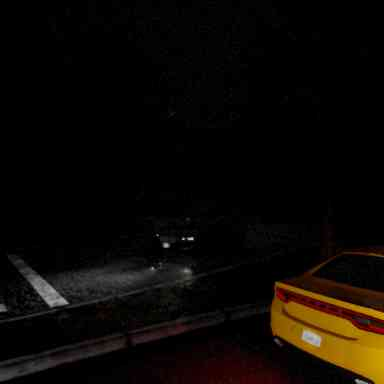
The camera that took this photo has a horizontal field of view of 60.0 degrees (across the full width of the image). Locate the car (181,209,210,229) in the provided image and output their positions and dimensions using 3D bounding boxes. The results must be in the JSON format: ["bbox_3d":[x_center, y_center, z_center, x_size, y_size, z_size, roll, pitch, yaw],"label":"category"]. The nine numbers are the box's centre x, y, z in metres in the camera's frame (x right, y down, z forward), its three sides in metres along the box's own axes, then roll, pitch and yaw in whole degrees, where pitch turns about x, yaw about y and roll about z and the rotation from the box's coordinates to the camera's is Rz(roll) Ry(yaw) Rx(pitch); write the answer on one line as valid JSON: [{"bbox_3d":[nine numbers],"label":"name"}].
[{"bbox_3d":[0.189,2.253,28.915,1.837,1.490,4.892,3,-3,-6],"label":"car"}]

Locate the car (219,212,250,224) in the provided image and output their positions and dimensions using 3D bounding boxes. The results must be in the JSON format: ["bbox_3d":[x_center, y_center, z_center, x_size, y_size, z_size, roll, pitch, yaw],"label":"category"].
[{"bbox_3d":[5.200,3.191,40.392,1.895,1.301,4.718,2,-3,31],"label":"car"}]

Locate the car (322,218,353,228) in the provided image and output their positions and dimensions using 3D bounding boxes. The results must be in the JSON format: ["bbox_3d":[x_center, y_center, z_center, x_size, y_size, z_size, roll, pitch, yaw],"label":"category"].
[{"bbox_3d":[21.569,4.611,49.333,4.181,1.385,1.994,4,-3,4],"label":"car"}]

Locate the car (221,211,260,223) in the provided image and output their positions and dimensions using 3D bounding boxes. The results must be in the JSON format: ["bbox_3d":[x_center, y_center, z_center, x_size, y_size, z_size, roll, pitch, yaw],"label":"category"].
[{"bbox_3d":[7.147,3.638,48.703,5.357,1.411,2.033,5,-3,-24],"label":"car"}]

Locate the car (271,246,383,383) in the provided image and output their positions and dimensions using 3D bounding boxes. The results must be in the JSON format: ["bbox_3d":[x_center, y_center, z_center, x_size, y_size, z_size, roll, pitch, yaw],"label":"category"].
[{"bbox_3d":[3.452,1.600,5.150,5.008,1.535,1.882,2,-1,-33],"label":"car"}]

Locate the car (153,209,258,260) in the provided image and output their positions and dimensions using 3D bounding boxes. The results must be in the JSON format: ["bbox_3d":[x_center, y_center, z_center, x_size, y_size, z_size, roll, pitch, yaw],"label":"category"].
[{"bbox_3d":[0.519,1.611,13.080,2.128,1.511,4.902,2,-1,34],"label":"car"}]
